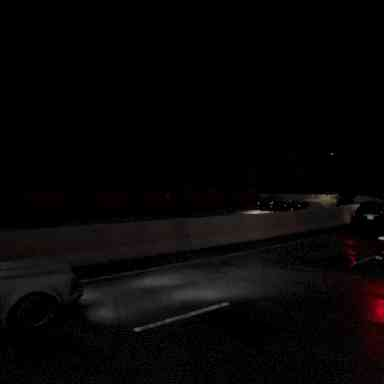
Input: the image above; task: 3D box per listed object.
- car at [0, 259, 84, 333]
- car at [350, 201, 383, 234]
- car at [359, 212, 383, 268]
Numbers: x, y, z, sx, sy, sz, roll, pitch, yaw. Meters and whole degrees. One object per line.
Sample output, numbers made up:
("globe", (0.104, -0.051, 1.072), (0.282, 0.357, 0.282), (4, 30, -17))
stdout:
("car", (-4.229, 1.613, 5.115), (4.718, 1.301, 1.895), (0, 0, -36))
("car", (10.236, 1.276, 17.824), (2.097, 1.767, 4.553), (0, 0, 44))
("car", (7.158, 1.442, 9.940), (4.902, 1.511, 2.128), (0, 0, -42))
